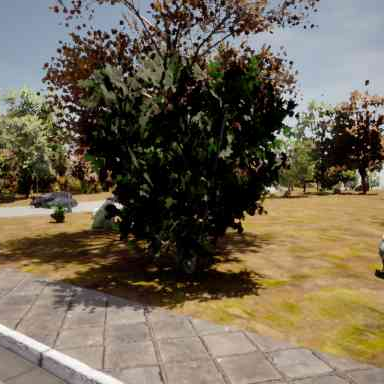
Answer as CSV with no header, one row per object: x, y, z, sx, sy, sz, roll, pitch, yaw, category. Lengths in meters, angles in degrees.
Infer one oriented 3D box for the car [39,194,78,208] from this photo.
-17.066,1.400,43.348,1.994,1.385,4.181,0,2,39,car

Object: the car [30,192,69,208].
-19.344,1.045,46.106,2.150,2.045,5.566,0,2,38,car
